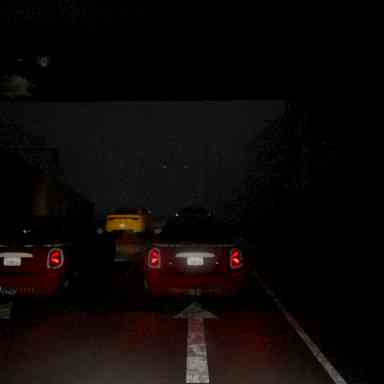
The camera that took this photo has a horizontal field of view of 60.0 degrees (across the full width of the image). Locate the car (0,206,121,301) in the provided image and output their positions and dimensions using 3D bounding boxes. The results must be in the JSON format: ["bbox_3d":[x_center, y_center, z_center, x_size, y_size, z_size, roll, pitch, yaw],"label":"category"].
[{"bbox_3d":[-3.425,1.352,8.497,2.097,1.767,4.553,0,0,0],"label":"car"}]

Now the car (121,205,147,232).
[{"bbox_3d":[-3.433,1.479,18.848,1.882,1.535,5.008,0,0,0],"label":"car"}]

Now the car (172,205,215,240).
[{"bbox_3d":[0.071,1.549,18.286,2.033,1.411,5.357,0,0,0],"label":"car"}]

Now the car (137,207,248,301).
[{"bbox_3d":[0.070,1.352,8.495,2.097,1.767,4.553,0,0,0],"label":"car"}]
